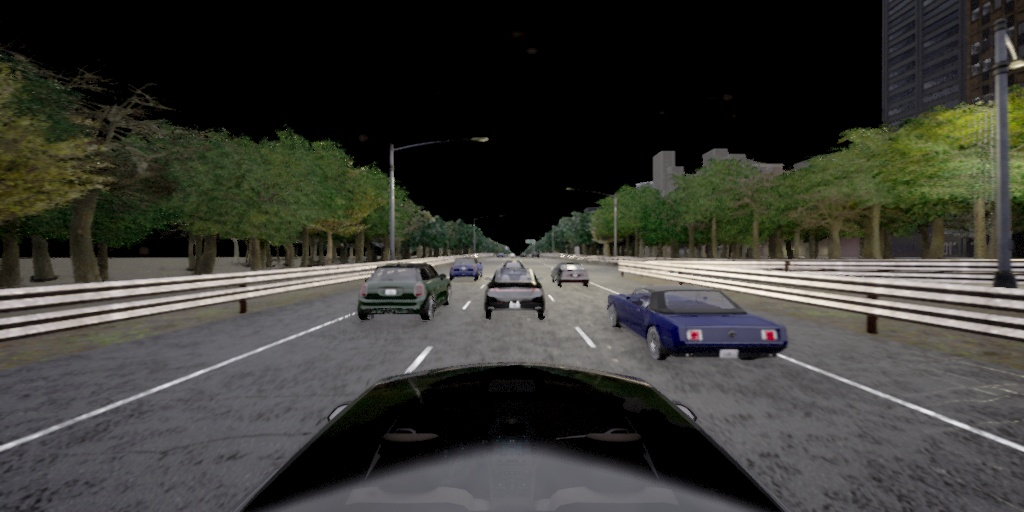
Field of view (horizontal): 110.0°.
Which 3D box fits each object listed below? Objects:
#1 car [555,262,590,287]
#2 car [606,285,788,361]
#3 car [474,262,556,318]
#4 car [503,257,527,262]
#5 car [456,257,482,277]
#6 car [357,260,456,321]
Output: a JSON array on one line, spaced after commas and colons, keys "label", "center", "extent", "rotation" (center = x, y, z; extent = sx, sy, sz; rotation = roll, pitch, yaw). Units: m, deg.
[{"label": "car", "center": [3.570, 1.104, 22.679], "extent": [2.033, 1.411, 5.357], "rotation": [0, 1, 0]}, {"label": "car", "center": [3.569, 1.299, 8.087], "extent": [1.895, 1.301, 4.718], "rotation": [0, 0, 0]}, {"label": "car", "center": [0.087, 1.152, 12.445], "extent": [2.128, 1.511, 4.902], "rotation": [0, 1, 0]}, {"label": "car", "center": [0.098, 1.050, 28.268], "extent": [1.994, 1.385, 4.181], "rotation": [0, 1, 0]}, {"label": "car", "center": [-3.406, 0.848, 27.417], "extent": [2.097, 1.767, 4.553], "rotation": [0, 1, 0]}, {"label": "car", "center": [-3.414, 1.014, 12.244], "extent": [2.097, 1.767, 4.553], "rotation": [0, 1, 0]}]
